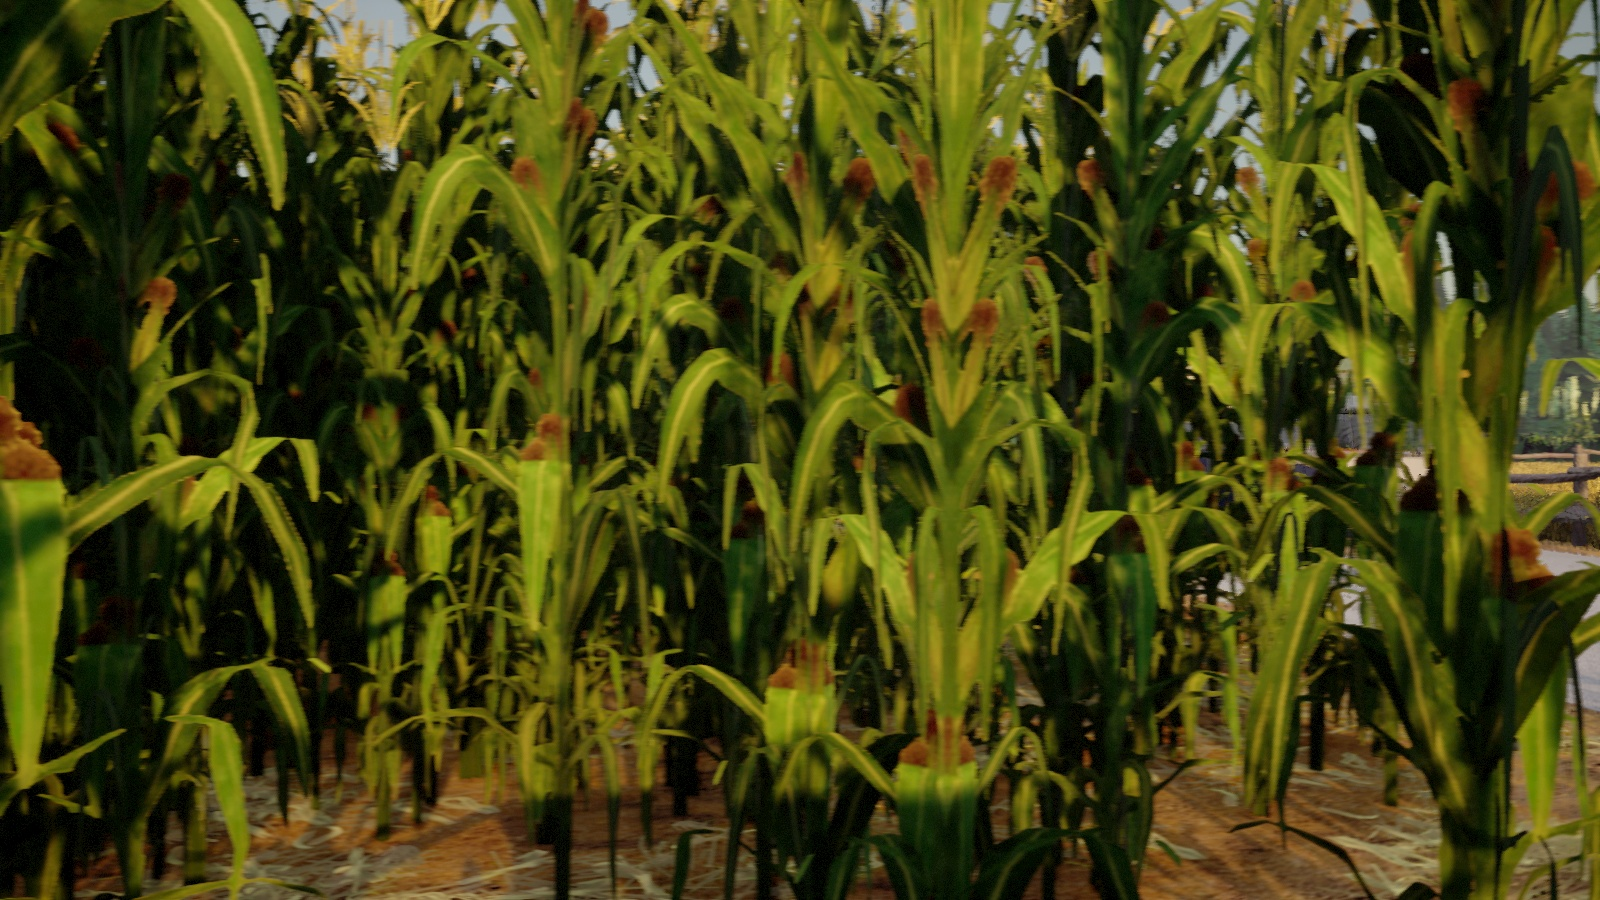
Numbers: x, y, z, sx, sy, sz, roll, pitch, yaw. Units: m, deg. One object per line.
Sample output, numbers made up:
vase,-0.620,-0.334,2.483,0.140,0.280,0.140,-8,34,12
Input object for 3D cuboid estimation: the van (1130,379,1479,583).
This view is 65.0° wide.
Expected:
van,5.589,0.268,14.626,1.775,1.987,4.442,-1,1,-8
